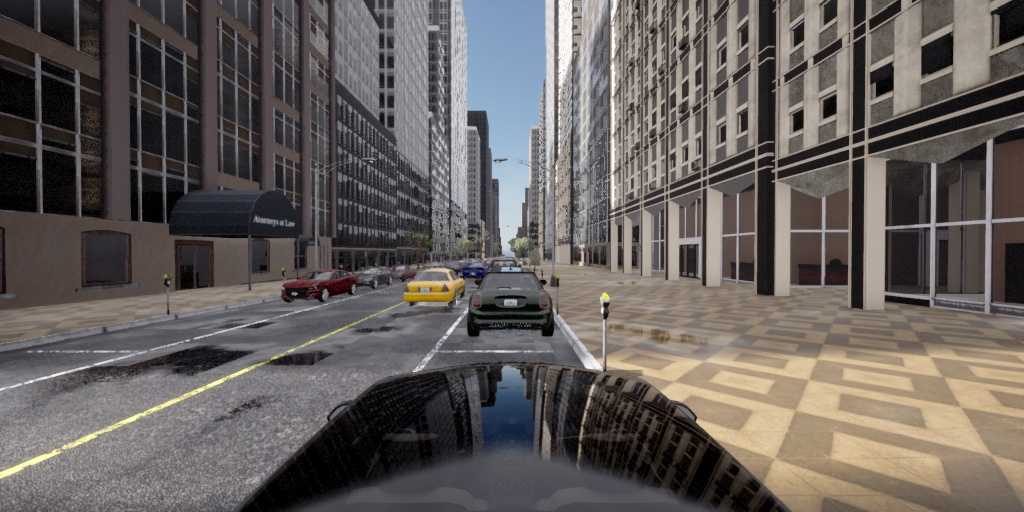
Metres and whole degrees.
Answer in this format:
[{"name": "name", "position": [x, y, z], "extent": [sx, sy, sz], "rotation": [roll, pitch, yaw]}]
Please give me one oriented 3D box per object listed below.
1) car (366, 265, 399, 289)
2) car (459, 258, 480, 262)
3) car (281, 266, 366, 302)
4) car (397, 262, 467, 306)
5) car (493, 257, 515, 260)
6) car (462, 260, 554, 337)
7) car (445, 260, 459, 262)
[{"name": "car", "position": [-8.838, 1.297, 22.523], "extent": [2.007, 1.370, 4.403], "rotation": [0, 0, 0]}, {"name": "car", "position": [-3.056, 1.222, 30.517], "extent": [1.882, 1.535, 5.008], "rotation": [0, 0, 0]}, {"name": "car", "position": [-8.837, 1.292, 16.839], "extent": [1.888, 1.381, 4.507], "rotation": [0, 0, 0]}, {"name": "car", "position": [-3.146, 1.204, 15.540], "extent": [1.801, 1.575, 5.366], "rotation": [0, 0, 0]}, {"name": "car", "position": [-0.457, 1.061, 22.523], "extent": [2.192, 1.841, 5.009], "rotation": [0, 0, 0]}, {"name": "car", "position": [-0.033, 1.101, 10.471], "extent": [2.097, 1.767, 4.553], "rotation": [0, 0, 0]}, {"name": "car", "position": [-6.231, 1.291, 38.118], "extent": [2.033, 1.411, 5.357], "rotation": [0, 0, 0]}]
